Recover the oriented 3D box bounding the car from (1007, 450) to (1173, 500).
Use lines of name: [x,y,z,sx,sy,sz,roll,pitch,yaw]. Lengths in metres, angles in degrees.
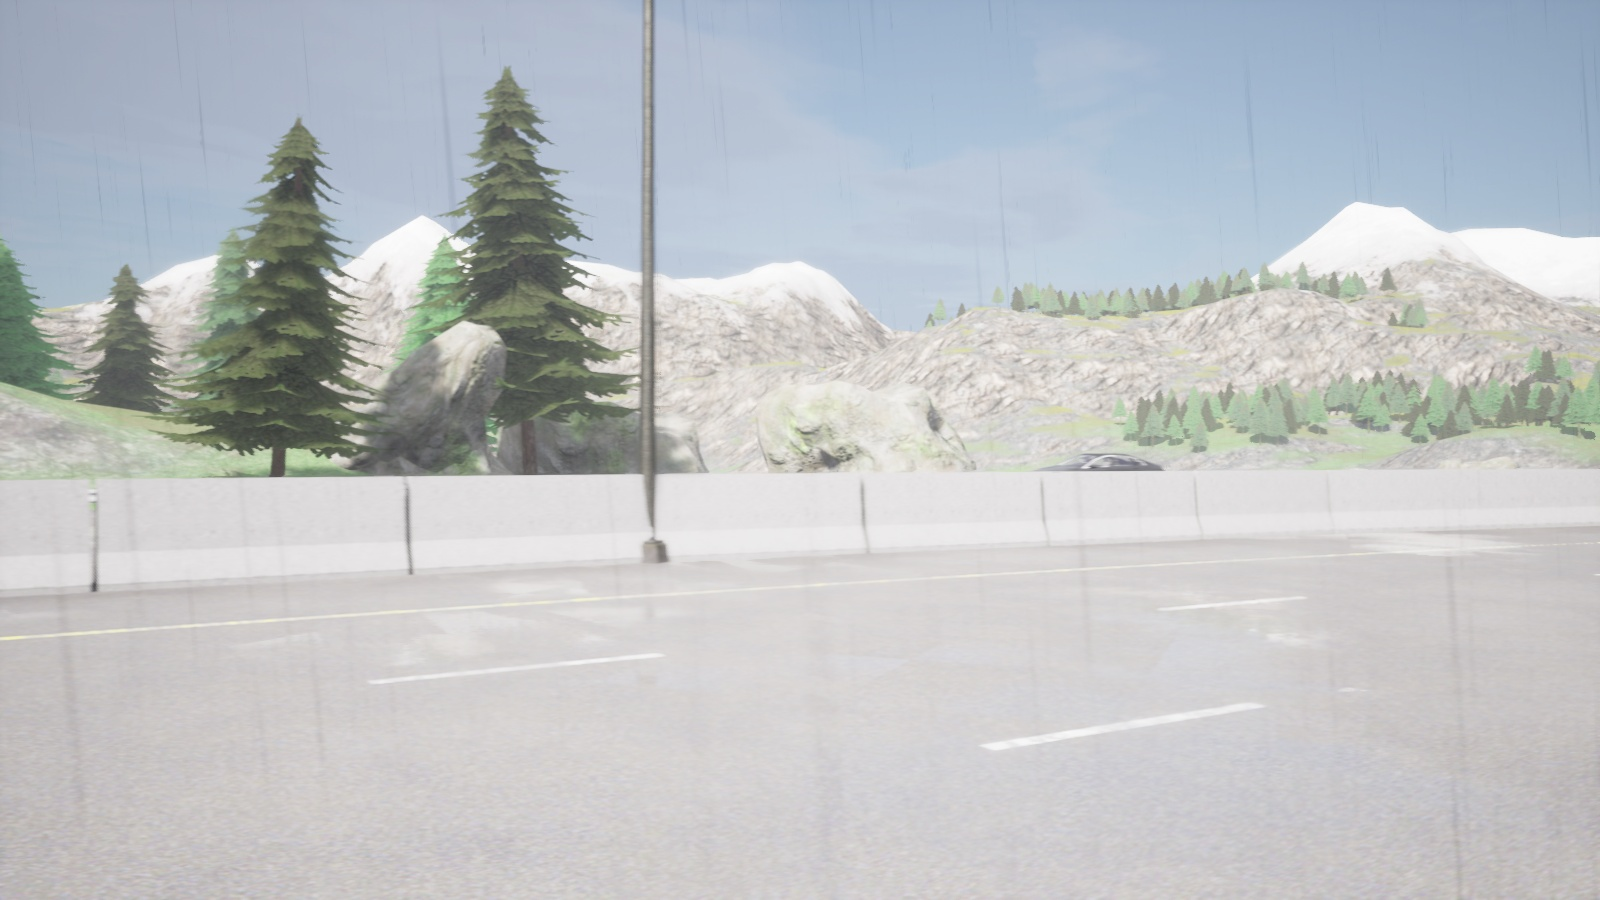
car: [9.345,0.769,40.429,4.902,1.511,2.128,0,0,-23]
